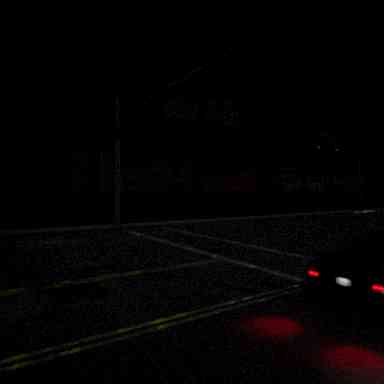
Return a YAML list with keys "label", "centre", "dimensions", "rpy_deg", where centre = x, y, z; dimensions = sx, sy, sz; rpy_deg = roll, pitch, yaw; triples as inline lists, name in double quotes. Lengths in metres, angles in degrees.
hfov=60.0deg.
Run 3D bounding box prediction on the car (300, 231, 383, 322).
- label: "car"
  centre: [4.575, 1.546, 7.013]
  dimensions: [5.357, 1.411, 2.033]
  rpy_deg: [0, 0, -35]
